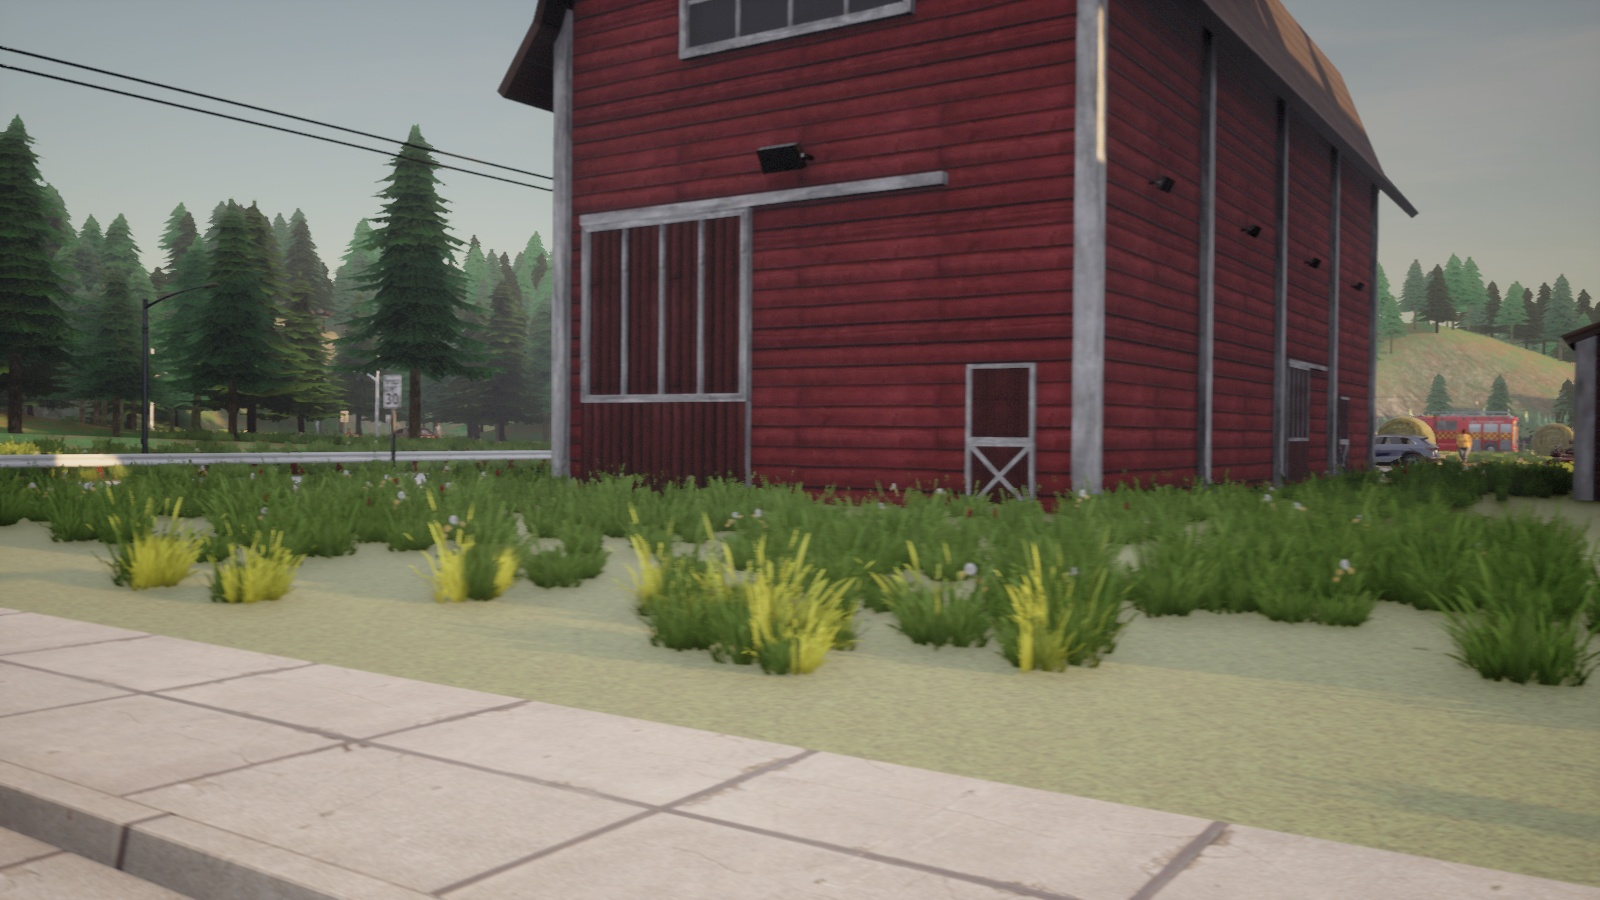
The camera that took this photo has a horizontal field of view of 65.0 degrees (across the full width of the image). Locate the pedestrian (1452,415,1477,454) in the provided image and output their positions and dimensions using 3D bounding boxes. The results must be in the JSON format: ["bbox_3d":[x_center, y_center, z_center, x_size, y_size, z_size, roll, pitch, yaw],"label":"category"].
[{"bbox_3d":[31.588,-0.734,59.668,0.874,1.855,0.900,0,1,39],"label":"pedestrian"}]

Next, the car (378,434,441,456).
[{"bbox_3d":[-29.565,-0.393,94.963,4.856,1.649,2.033,0,1,36],"label":"car"}]

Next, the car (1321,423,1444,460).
[{"bbox_3d":[26.553,-0.392,57.282,4.856,1.649,2.033,0,1,34],"label":"car"}]

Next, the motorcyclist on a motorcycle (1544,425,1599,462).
[{"bbox_3d":[32.787,-0.283,53.147,2.191,1.530,0.866,0,1,34],"label":"motorcyclist on a motorcycle"}]
